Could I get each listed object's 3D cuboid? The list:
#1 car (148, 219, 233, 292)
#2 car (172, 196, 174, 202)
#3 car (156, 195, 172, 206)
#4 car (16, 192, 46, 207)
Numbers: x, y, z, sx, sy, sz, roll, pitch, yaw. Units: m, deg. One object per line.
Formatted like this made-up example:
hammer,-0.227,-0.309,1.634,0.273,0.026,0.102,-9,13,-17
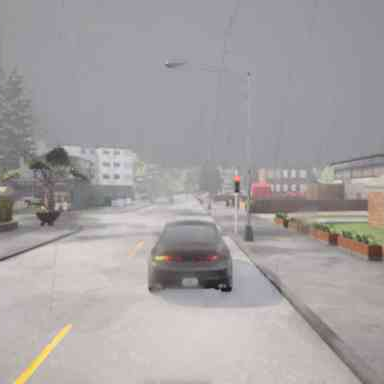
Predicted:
car,-0.043,1.490,8.844,1.837,1.490,4.892,0,0,0
car,-4.833,1.410,69.925,2.128,1.511,4.902,0,0,-1
car,-4.715,1.436,54.398,1.812,1.442,4.674,0,0,0
car,-20.263,0.916,42.456,1.905,1.878,3.866,0,0,34
